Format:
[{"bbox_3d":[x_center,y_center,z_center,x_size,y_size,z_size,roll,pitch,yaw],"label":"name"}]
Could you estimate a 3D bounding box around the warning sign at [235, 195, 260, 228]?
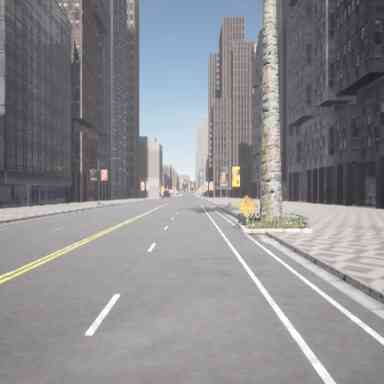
[{"bbox_3d":[3.232,1.121,19.597,1.300,1.860,1.060,0,0,0],"label":"warning sign"}]
